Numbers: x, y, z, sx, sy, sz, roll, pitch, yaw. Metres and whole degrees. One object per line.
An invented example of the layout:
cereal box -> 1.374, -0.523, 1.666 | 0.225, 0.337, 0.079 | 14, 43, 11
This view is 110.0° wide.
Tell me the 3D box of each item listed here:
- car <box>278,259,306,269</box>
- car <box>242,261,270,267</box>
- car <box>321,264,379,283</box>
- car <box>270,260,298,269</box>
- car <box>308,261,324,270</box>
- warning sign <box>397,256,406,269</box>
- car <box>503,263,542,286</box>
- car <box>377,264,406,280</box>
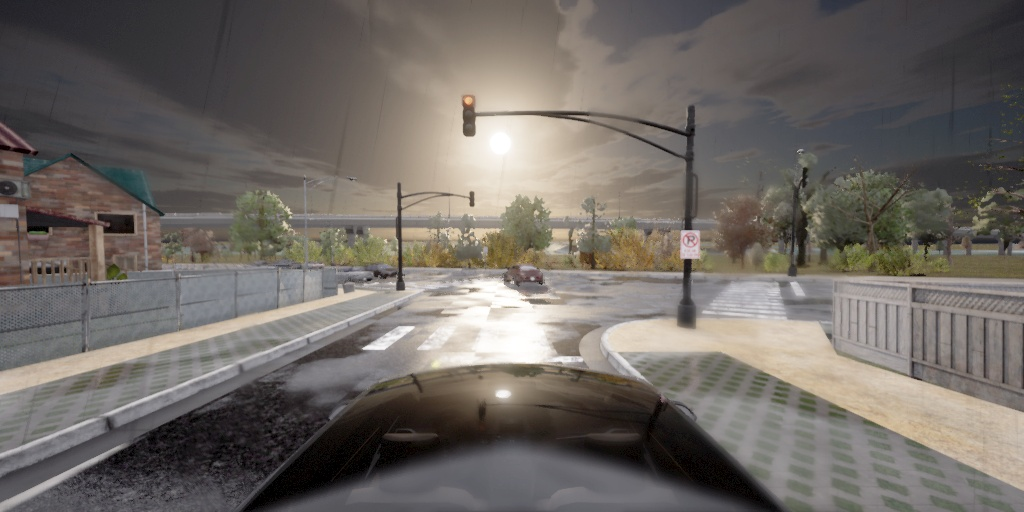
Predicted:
car -> -32.170, 1.417, 51.653 | 4.902, 1.511, 2.128 | -1, 2, 36
car -> -31.230, 1.675, 42.793 | 4.181, 1.385, 1.994 | -1, 2, 36
car -> -13.596, 1.568, 29.998 | 4.718, 1.301, 1.895 | 0, 2, 36
car -> -29.607, 1.566, 45.630 | 4.181, 1.385, 1.994 | 0, 2, 36
car -> -30.624, 1.419, 54.488 | 4.718, 1.301, 1.895 | -1, 2, 36
warning sign -> -14.327, 0.710, 46.220 | 1.060, 1.860, 1.300 | 0, 0, 36
car -> 0.739, 1.240, 25.314 | 1.812, 1.442, 4.674 | -1, 1, -14
car -> -12.149, 1.406, 32.959 | 5.357, 1.411, 2.033 | 0, 2, 36
